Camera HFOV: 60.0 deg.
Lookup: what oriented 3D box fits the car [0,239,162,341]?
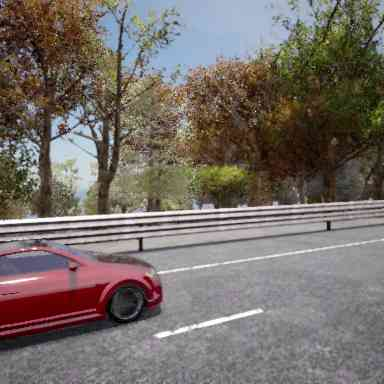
[{"bbox_3d":[-2.642,1.544,5.780,4.181,1.385,1.994,-1,1,-29],"label":"car"}]
